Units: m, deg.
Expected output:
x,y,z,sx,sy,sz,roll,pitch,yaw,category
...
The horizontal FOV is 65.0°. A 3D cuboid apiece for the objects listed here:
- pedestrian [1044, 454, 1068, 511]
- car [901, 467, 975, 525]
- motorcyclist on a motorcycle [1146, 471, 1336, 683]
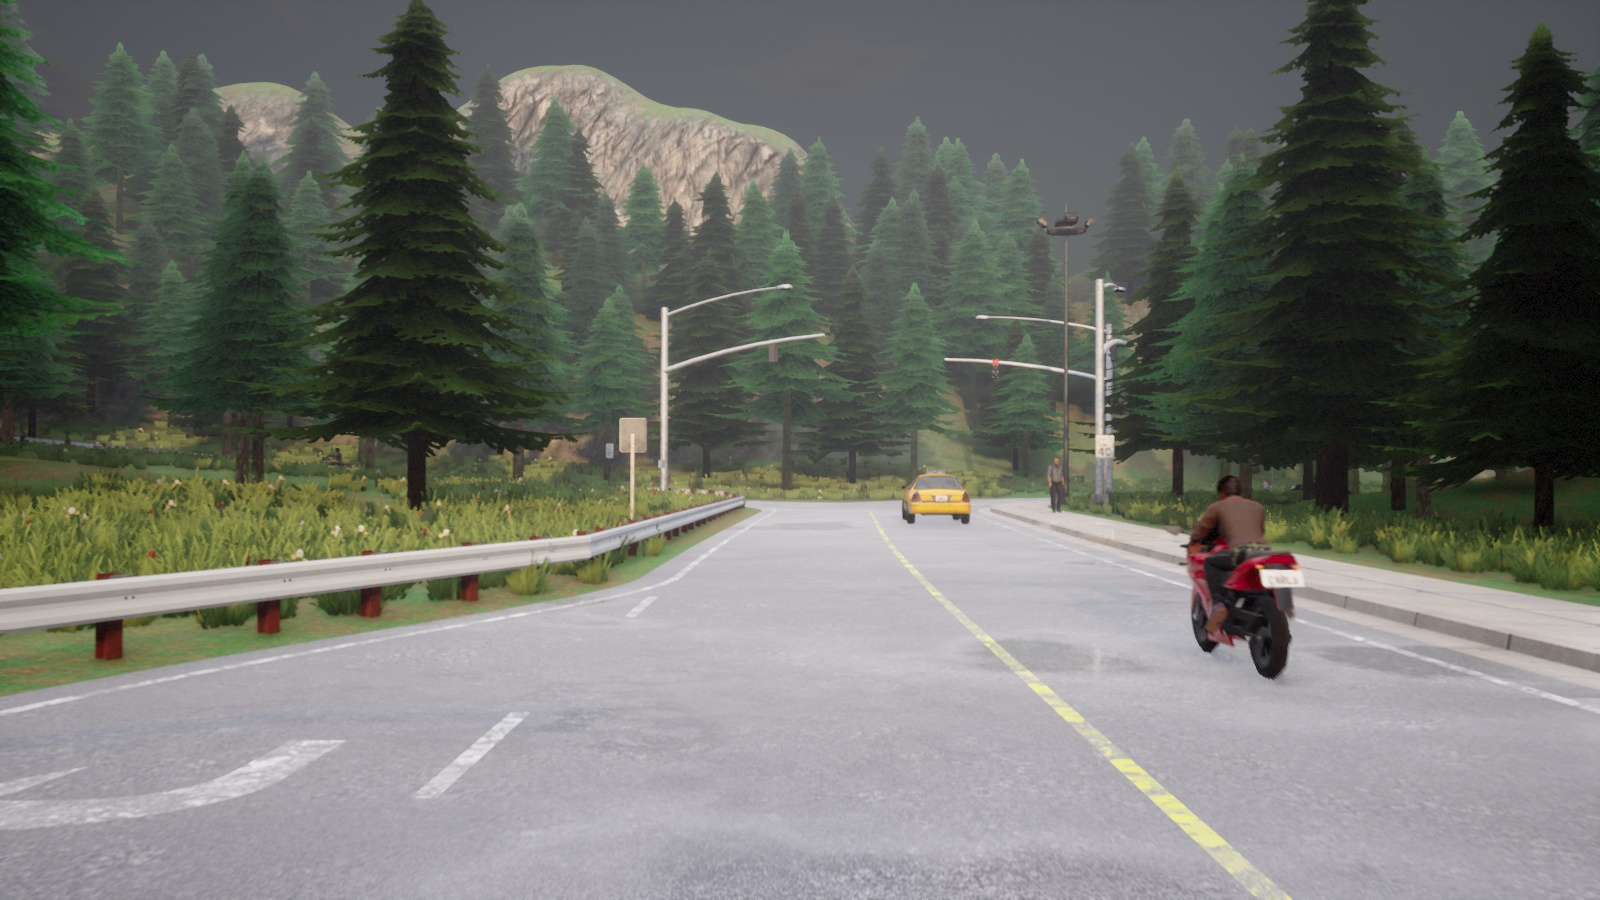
x,y,z,sx,sy,sz,roll,pitch,yaw,category
8.340,1.066,40.944,0.540,1.848,0.694,0,-1,-7,pedestrian
4.020,1.304,37.303,1.801,1.575,5.366,0,-1,2,car
3.475,0.935,10.113,0.797,1.523,2.044,0,-1,0,motorcyclist on a motorcycle
